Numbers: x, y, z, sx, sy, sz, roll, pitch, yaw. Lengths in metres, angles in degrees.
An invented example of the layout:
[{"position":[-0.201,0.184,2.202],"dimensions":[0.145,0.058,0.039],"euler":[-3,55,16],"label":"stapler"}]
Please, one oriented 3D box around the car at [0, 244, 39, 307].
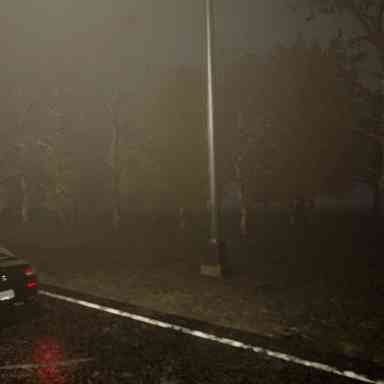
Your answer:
[{"position":[-5.207,1.769,7.313],"dimensions":[4.674,1.442,1.812],"euler":[-3,-1,36],"label":"car"}]
